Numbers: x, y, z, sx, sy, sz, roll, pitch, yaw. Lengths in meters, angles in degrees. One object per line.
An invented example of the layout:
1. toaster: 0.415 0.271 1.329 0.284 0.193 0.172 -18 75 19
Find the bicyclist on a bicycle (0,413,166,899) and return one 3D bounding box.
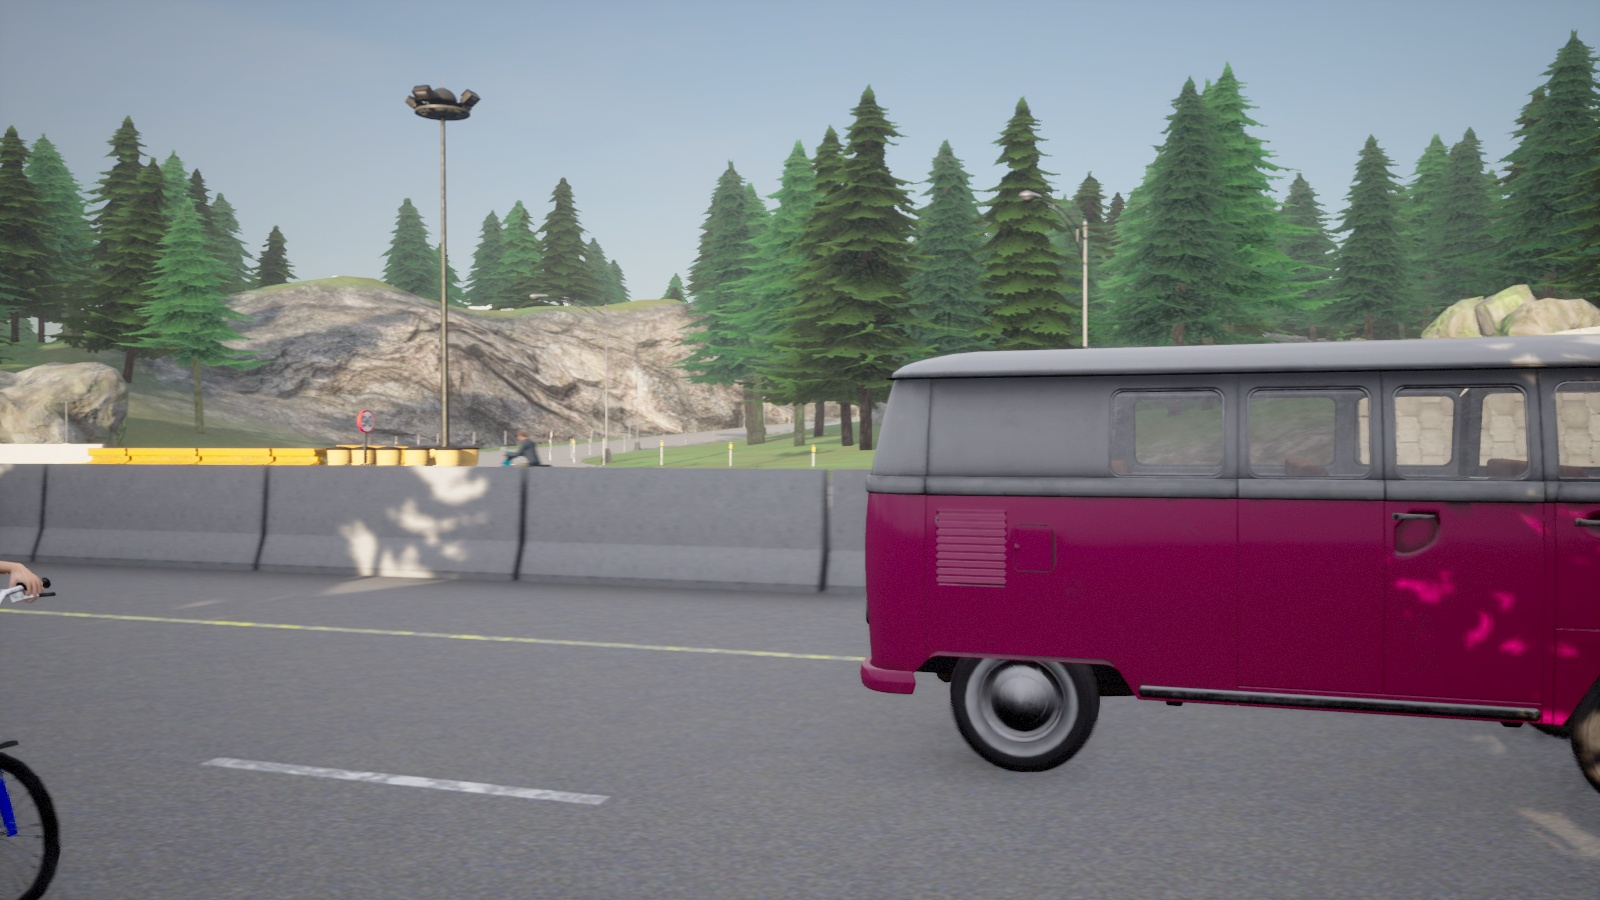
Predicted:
1. bicyclist on a bicycle: -3.078 0.684 4.233 1.509 1.612 0.866 1 1 19

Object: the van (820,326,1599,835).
1. van: 2.488 0.492 6.045 4.442 1.987 1.775 0 1 19

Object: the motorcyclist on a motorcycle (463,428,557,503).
1. motorcyclist on a motorcycle: -6.338 0.316 27.479 1.817 1.590 0.866 0 1 19
